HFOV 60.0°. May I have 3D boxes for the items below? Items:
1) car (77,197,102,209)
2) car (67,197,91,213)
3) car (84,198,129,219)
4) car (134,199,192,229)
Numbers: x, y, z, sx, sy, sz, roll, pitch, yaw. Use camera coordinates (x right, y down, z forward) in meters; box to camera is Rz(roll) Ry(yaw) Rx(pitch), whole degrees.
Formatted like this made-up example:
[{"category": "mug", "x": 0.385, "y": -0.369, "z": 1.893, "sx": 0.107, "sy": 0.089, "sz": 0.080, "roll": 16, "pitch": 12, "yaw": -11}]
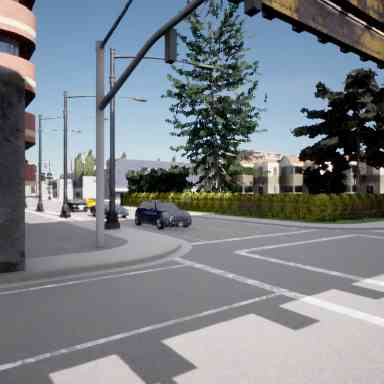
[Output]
[{"category": "car", "x": -14.061, "y": 1.478, "z": 45.323, "sx": 1.882, "sy": 1.535, "sz": 5.008, "roll": 0, "pitch": 0, "yaw": -34}, {"category": "car", "x": -13.292, "y": 1.491, "z": 37.809, "sx": 2.128, "sy": 1.511, "sz": 4.902, "roll": 0, "pitch": 0, "yaw": -35}, {"category": "car", "x": -7.434, "y": 1.547, "z": 29.457, "sx": 2.033, "sy": 1.411, "sz": 5.357, "roll": 0, "pitch": 0, "yaw": -35}, {"category": "car", "x": -1.959, "y": 1.352, "z": 21.679, "sx": 2.097, "sy": 1.767, "sz": 4.553, "roll": 0, "pitch": 0, "yaw": -35}]
